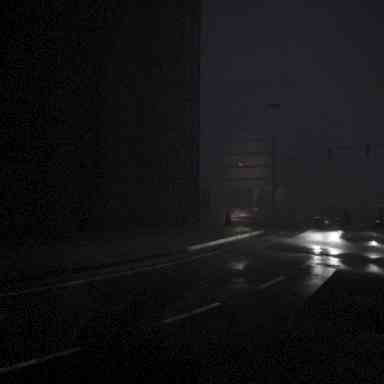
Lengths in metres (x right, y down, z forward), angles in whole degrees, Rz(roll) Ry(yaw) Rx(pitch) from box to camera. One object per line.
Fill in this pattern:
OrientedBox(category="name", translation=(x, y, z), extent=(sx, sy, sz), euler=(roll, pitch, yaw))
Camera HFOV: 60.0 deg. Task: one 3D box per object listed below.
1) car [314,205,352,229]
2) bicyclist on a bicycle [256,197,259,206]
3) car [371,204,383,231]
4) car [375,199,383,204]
OrientedBox(category="car", translation=(10.076, 1.711, 23.588), extent=(2.128, 1.511, 4.902), euler=(0, -1, 34))
OrientedBox(category="bicyclist on a bicycle", translation=(11.858, 1.800, 60.118), extent=(0.582, 1.620, 1.656), euler=(0, 0, 33))
OrientedBox(category="car", translation=(12.998, 1.738, 21.661), extent=(1.837, 1.490, 4.892), euler=(0, -1, 34))
OrientedBox(category="car", translation=(45.250, 2.382, 79.728), extent=(1.994, 1.385, 4.181), euler=(0, 0, 19))
